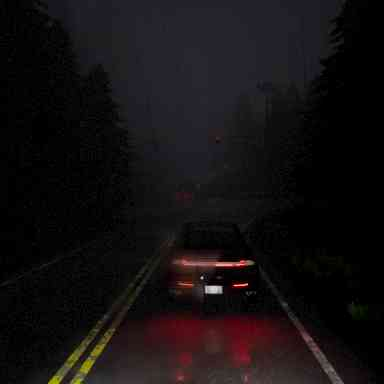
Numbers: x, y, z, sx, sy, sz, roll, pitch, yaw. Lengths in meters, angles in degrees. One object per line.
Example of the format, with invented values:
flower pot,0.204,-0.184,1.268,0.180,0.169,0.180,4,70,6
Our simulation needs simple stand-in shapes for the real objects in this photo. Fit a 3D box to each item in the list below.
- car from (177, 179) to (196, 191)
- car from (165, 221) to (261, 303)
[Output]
car,-0.699,-1.071,45.216,1.812,1.442,4.674,1,9,14
car,0.448,1.466,8.170,2.128,1.511,4.902,0,0,2
